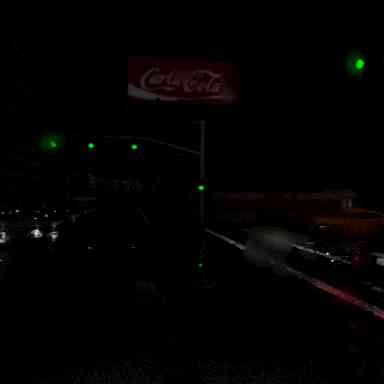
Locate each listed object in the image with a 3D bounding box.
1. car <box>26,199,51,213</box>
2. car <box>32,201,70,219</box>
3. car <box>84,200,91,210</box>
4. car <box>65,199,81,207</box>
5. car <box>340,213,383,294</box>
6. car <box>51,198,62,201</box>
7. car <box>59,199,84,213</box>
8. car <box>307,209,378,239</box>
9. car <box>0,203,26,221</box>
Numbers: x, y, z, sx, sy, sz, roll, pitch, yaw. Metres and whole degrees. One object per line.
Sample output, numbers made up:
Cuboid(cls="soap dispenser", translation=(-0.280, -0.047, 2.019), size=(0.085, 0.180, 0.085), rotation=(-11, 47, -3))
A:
Cuboid(cls="car", translation=(-18.179, 1.763, 38.388), size=(1.882, 1.535, 5.008), rotation=(0, -1, -10))
Cuboid(cls="car", translation=(-13.479, 1.850, 32.068), size=(1.895, 1.301, 4.718), rotation=(0, -1, -10))
Cuboid(cls="car", translation=(-17.041, 1.955, 51.945), size=(1.812, 1.442, 4.674), rotation=(0, -1, -10))
Cuboid(cls="car", translation=(-22.543, 2.058, 63.038), size=(2.033, 1.411, 5.357), rotation=(0, -1, -10))
Cuboid(cls="car", translation=(5.942, 1.451, 7.117), size=(4.553, 1.767, 2.097), rotation=(0, -1, -10))
Cuboid(cls="car", translation=(-19.939, 1.727, 48.226), size=(2.097, 1.767, 4.553), rotation=(0, -1, -10))
Cuboid(cls="car", translation=(-15.268, 1.940, 41.974), size=(1.895, 1.301, 4.718), rotation=(0, -1, -10))
Cuboid(cls="car", translation=(8.884, 1.716, 18.393), size=(5.008, 1.535, 1.882), rotation=(0, -1, -10))
Cuboid(cls="car", translation=(-16.535, 1.729, 29.276), size=(1.812, 1.442, 4.674), rotation=(0, -1, -10))
